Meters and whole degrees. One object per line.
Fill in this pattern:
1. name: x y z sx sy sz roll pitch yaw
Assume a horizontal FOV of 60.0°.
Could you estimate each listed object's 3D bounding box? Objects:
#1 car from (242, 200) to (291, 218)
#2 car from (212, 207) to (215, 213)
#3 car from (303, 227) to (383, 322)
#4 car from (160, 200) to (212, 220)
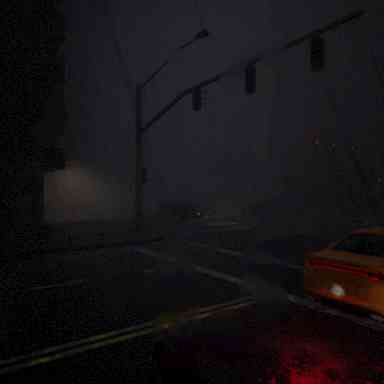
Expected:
1. car: 6.619 1.452 30.097 2.128 1.511 4.902 0 0 -34
2. car: -0.012 1.515 33.152 2.033 1.411 5.357 0 0 -35
3. car: 4.416 1.465 6.906 5.008 1.535 1.882 0 0 -35
4. car: -0.885 1.465 28.307 2.128 1.511 4.902 0 0 -35
